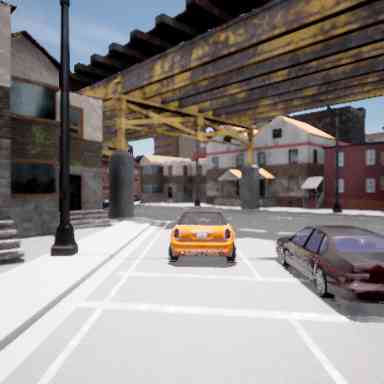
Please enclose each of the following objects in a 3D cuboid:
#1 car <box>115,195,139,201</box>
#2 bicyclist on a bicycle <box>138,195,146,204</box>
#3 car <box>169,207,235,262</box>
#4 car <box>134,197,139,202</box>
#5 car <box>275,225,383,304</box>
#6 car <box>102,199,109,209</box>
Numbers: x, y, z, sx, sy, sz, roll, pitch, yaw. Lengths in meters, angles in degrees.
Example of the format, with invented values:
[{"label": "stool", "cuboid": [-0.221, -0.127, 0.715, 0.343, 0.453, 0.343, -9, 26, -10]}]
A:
[{"label": "car", "cuboid": [-13.253, 1.283, 67.842, 4.536, 1.218, 1.853, 0, 0, -15]}, {"label": "bicyclist on a bicycle", "cuboid": [-8.493, 1.294, 56.059, 1.656, 1.620, 0.582, 0, 0, -45]}, {"label": "car", "cuboid": [0.439, 1.351, 12.324, 2.097, 1.767, 4.553, 0, 0, 4]}, {"label": "car", "cuboid": [-13.303, 1.441, 67.829, 4.974, 1.542, 2.038, 0, 0, -15]}, {"label": "car", "cuboid": [3.597, 1.546, 8.376, 2.033, 1.411, 5.357, 0, 0, 0]}, {"label": "car", "cuboid": [-11.740, 1.593, 43.731, 1.895, 1.301, 4.718, 0, 0, -44]}]
